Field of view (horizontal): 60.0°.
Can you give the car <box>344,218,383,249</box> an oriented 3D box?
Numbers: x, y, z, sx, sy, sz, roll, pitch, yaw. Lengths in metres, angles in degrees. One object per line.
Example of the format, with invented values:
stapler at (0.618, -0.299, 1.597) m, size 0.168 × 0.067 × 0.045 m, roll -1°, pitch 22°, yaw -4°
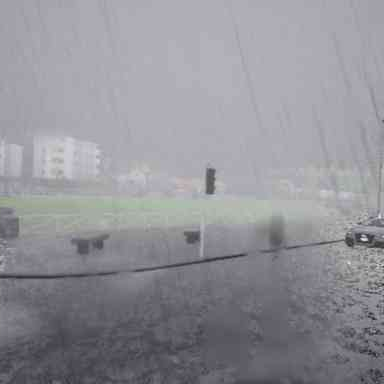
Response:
car at (8.954, 1.939, 15.761) m, size 4.181 × 1.385 × 1.994 m, roll 2°, pitch 0°, yaw -42°
